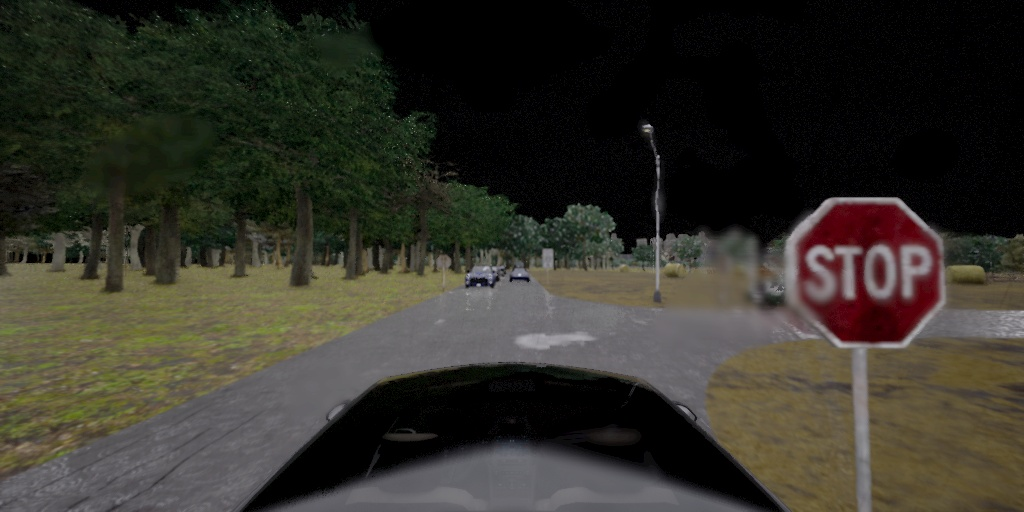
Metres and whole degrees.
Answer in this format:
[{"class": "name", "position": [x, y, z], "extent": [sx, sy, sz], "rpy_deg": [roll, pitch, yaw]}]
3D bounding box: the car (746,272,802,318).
[{"class": "car", "position": [11.971, 1.181, 13.439], "extent": [5.566, 2.045, 2.150], "rpy_deg": [0, -2, 0]}]

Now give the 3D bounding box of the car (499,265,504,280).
[{"class": "car", "position": [-2.165, 1.754, 36.585], "extent": [1.882, 1.535, 5.008], "rpy_deg": [0, -1, 1]}]

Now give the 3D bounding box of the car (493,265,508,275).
[{"class": "car", "position": [-1.763, 2.213, 57.034], "extent": [2.033, 1.411, 5.357], "rpy_deg": [0, -1, 2]}]

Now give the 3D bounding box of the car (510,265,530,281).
[{"class": "car", "position": [0.770, 1.839, 36.461], "extent": [1.994, 1.385, 4.181], "rpy_deg": [0, -1, 1]}]

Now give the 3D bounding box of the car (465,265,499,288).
[{"class": "car", "position": [-2.308, 1.465, 27.281], "extent": [2.097, 1.767, 4.553], "rpy_deg": [0, -1, 0]}]

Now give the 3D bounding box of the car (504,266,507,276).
[{"class": "car", "position": [-1.979, 2.027, 46.518], "extent": [1.994, 1.385, 4.181], "rpy_deg": [0, -1, 1]}]
